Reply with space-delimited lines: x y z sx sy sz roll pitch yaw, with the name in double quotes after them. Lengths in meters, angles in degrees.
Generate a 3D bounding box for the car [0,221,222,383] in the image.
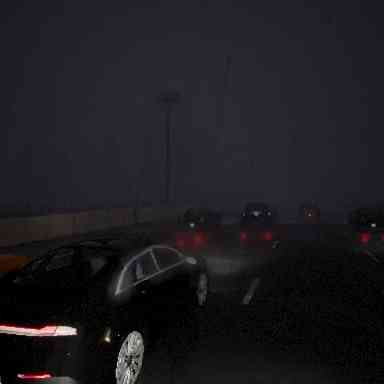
-1.112 1.497 5.354 2.128 1.511 4.902 0 0 18 "car"

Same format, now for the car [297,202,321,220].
11.096 1.809 31.501 1.837 1.490 4.892 0 -1 18 "car"

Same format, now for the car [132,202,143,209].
-7.928 2.024 52.534 1.882 1.535 5.008 0 -1 18 "car"

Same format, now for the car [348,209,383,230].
11.863 1.773 22.566 1.895 1.301 4.718 0 -1 18 "car"

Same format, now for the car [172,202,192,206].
-1.037 2.128 51.064 1.994 1.385 4.181 0 -1 18 "car"

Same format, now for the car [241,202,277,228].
4.870 1.508 23.701 2.097 1.767 4.553 0 -1 18 "car"

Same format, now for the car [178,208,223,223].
0.723 1.722 22.272 1.895 1.301 4.718 0 -1 18 "car"

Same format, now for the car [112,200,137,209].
-10.974 2.004 54.456 1.812 1.442 4.674 0 -1 18 "car"

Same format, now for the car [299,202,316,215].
14.340 2.009 41.430 1.812 1.442 4.674 0 -1 19 "car"

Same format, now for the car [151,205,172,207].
-4.428 2.070 51.961 1.837 1.490 4.892 0 -1 18 "car"
